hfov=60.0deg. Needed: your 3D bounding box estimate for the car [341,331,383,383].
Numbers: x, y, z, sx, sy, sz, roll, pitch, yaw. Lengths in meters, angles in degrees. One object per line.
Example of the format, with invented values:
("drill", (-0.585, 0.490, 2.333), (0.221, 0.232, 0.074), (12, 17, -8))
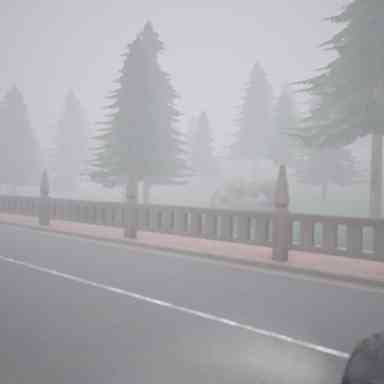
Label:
("car", (3.351, 1.553, 1.616), (4.892, 1.490, 1.837), (2, 1, 35))
